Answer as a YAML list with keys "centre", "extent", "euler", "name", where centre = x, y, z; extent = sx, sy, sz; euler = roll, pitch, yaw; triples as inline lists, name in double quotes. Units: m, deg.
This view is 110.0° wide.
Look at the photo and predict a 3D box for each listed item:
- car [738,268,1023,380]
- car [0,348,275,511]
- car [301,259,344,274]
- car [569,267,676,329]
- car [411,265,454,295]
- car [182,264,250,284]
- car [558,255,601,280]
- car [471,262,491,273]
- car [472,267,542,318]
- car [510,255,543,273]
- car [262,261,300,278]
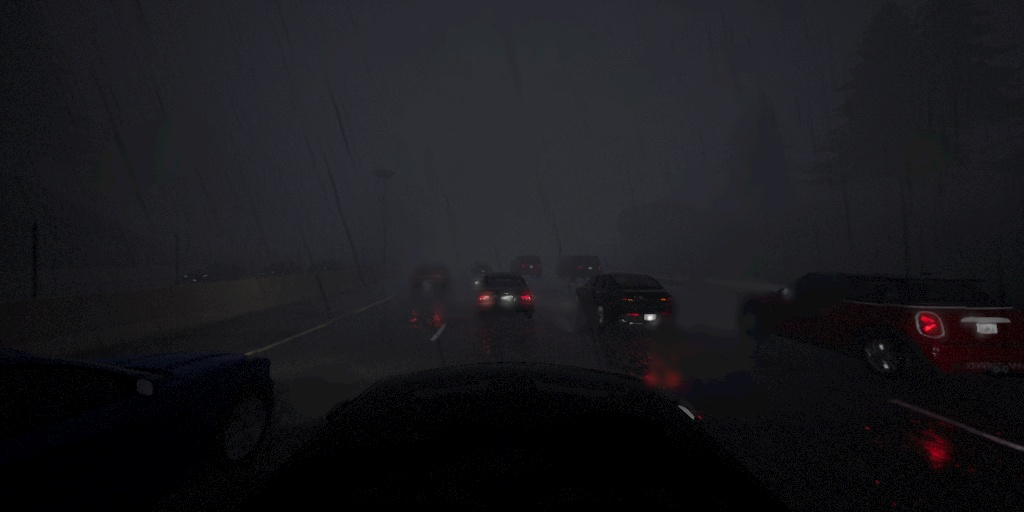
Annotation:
- centre: [6.911, 1.089, 7.386]
  extent: [2.097, 1.767, 4.553]
  euler: [0, 0, -2]
  name: "car"
- centre: [-3.474, 1.234, 1.835]
  extent: [1.882, 1.535, 5.008]
  euler: [0, 0, 0]
  name: "car"
- centre: [-16.520, 1.026, 32.000]
  extent: [2.128, 1.511, 4.902]
  euler: [0, 0, -9]
  name: "car"
- centre: [3.269, 1.249, 11.177]
  extent: [1.837, 1.490, 4.892]
  euler: [0, 0, -3]
  name: "car"
- centre: [-4.394, 1.250, 20.160]
  extent: [2.128, 1.511, 4.902]
  euler: [0, 0, -5]
  name: "car"
- centre: [-23.121, 1.343, 28.352]
  extent: [2.033, 1.411, 5.357]
  euler: [0, 0, -8]
  name: "car"
- centre: [5.269, 0.962, 28.307]
  extent: [2.150, 2.045, 5.566]
  euler: [0, 0, -7]
  name: "car"
- centre: [-3.113, 1.282, 36.688]
  extent: [1.812, 1.442, 4.674]
  euler: [0, 0, -10]
  name: "car"
- centre: [-0.305, 1.298, 13.013]
  extent: [2.033, 1.411, 5.357]
  euler: [0, 0, -3]
  name: "car"
- centre: [1.212, 0.970, 32.088]
  extent: [2.150, 2.045, 5.566]
  euler: [0, 0, -8]
  name: "car"
- centre: [-19.974, 1.148, 31.436]
  extent: [1.994, 1.385, 4.181]
  euler: [0, 0, -9]
  name: "car"
